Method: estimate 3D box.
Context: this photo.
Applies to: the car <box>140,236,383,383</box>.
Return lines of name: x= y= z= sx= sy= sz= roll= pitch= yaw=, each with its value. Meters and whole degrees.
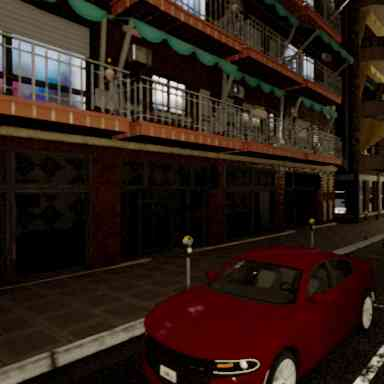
car: x=1.295 y=1.544 z=4.919 sx=1.887 sy=1.381 sz=4.507 roll=-1 pitch=0 yaw=43
